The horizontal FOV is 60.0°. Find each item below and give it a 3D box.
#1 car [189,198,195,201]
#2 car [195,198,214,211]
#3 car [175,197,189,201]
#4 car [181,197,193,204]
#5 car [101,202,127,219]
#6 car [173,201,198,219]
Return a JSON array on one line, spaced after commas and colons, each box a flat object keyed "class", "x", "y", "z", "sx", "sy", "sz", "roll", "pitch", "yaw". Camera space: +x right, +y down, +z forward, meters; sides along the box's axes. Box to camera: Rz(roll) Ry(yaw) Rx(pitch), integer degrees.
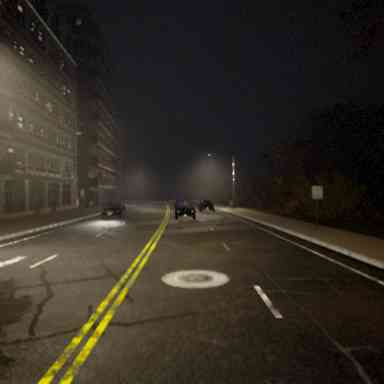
[{"class": "car", "x": 0.543, "y": 1.873, "z": 60.961, "sx": 2.128, "sy": 1.511, "sz": 4.902, "roll": 0, "pitch": 0, "yaw": -5}, {"class": "car", "x": 1.828, "y": 1.789, "z": 44.467, "sx": 1.837, "sy": 1.490, "sz": 4.892, "roll": 0, "pitch": 0, "yaw": -4}, {"class": "car", "x": -1.864, "y": 1.801, "z": 50.691, "sx": 1.882, "sy": 1.535, "sz": 5.008, "roll": 0, "pitch": 0, "yaw": -4}, {"class": "car", "x": -1.199, "y": 1.998, "z": 77.237, "sx": 2.128, "sy": 1.511, "sz": 4.902, "roll": 0, "pitch": 0, "yaw": -7}, {"class": "car", "x": -7.403, "y": 1.705, "z": 31.882, "sx": 2.128, "sy": 1.511, "sz": 4.902, "roll": 0, "pitch": 0, "yaw": -3}, {"class": "car", "x": -0.704, "y": 1.808, "z": 31.879, "sx": 1.895, "sy": 1.301, "sz": 4.718, "roll": 0, "pitch": 0, "yaw": -3}]
